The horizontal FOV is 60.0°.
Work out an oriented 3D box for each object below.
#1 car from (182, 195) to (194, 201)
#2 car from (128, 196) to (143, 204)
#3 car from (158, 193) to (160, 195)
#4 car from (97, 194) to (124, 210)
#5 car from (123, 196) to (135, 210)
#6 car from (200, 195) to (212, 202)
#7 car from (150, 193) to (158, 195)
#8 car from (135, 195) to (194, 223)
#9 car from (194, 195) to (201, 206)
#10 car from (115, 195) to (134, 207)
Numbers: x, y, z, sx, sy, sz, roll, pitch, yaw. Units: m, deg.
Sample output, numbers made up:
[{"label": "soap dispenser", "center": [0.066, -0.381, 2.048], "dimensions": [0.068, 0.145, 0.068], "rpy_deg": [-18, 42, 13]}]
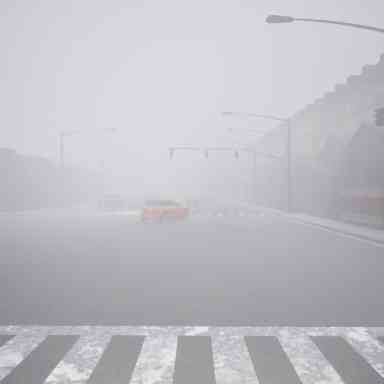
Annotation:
[{"label": "car", "center": [-1.003, 1.500, 81.736], "dimensions": [1.837, 1.490, 4.892], "rpy_deg": [0, 0, -17]}, {"label": "car", "center": [-10.609, 1.491, 62.839], "dimensions": [2.128, 1.511, 4.902], "rpy_deg": [0, 0, 0]}, {"label": "car", "center": [-7.112, 1.221, 63.080], "dimensions": [2.150, 2.045, 5.566], "rpy_deg": [0, 0, 0]}, {"label": "car", "center": [-10.605, 1.221, 43.309], "dimensions": [2.150, 2.045, 5.566], "rpy_deg": [0, 0, 2]}, {"label": "car", "center": [-7.118, 1.491, 43.558], "dimensions": [2.128, 1.511, 4.902], "rpy_deg": [0, 0, 0]}, {"label": "car", "center": [3.399, 1.547, 73.968], "dimensions": [1.994, 1.385, 4.181], "rpy_deg": [0, 0, -3]}, {"label": "car", "center": [-7.124, 1.352, 52.503], "dimensions": [2.097, 1.767, 4.553], "rpy_deg": [0, 0, 0]}, {"label": "car", "center": [-2.064, 1.352, 26.242], "dimensions": [2.097, 1.767, 4.553], "rpy_deg": [0, 0, 29]}, {"label": "car", "center": [0.049, 1.601, 54.327], "dimensions": [1.895, 1.301, 4.718], "rpy_deg": [0, 0, 0]}, {"label": "car", "center": [-10.618, 1.352, 52.839], "dimensions": [2.097, 1.767, 4.553], "rpy_deg": [0, 0, 0]}]
